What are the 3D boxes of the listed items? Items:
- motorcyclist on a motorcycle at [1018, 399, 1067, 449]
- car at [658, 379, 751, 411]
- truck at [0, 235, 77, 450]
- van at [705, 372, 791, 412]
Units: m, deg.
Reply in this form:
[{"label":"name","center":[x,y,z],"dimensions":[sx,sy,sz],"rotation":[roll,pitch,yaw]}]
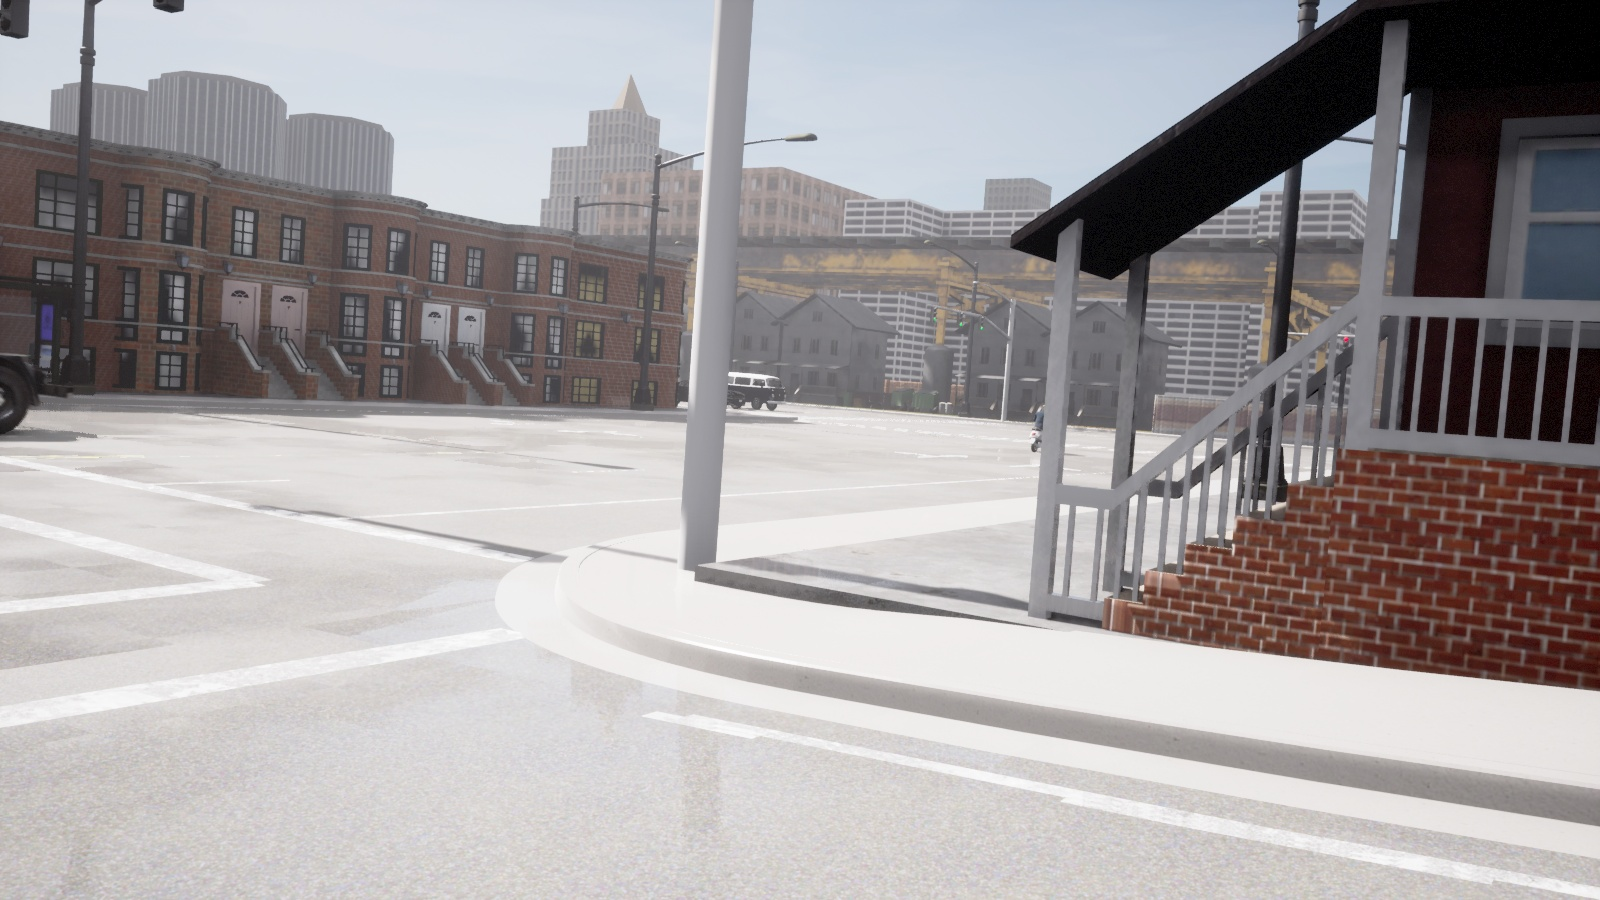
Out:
[{"label":"motorcyclist on a motorcycle","center":[8.081,-0.857,41.775],"dimensions":[0.866,1.590,1.817],"rotation":[5,4,34]},{"label":"car","center":[-5.345,-3.072,69.899],"dimensions":[5.008,1.535,1.882],"rotation":[5,4,34]},{"label":"truck","center":[-15.663,-1.784,18.731],"dimensions":[2.891,3.462,7.936],"rotation":[5,4,34]},{"label":"van","center":[-3.021,-3.350,72.557],"dimensions":[4.480,2.038,2.069],"rotation":[5,4,34]}]
